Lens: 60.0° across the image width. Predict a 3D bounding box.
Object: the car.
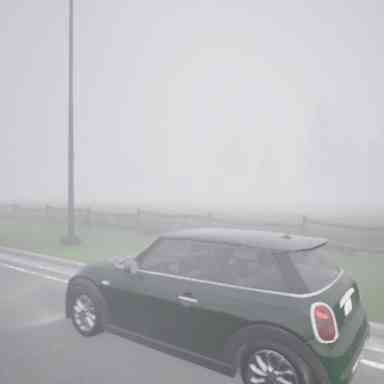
[{"bbox_3d":[0.080,1.342,5.103,4.553,1.767,2.097,0,0,36],"label":"car"}]
